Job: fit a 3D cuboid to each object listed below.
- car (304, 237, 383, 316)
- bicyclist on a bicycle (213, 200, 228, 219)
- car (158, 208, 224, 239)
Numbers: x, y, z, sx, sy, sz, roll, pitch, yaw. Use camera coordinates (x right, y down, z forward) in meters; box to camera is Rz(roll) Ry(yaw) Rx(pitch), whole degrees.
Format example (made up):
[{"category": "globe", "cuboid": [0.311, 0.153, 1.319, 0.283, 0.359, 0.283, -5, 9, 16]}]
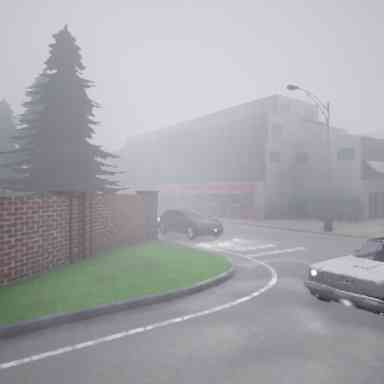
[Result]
[{"category": "car", "cuboid": [4.588, 1.706, 7.279, 4.718, 1.301, 1.895, 1, 0, -35]}, {"category": "bicyclist on a bicycle", "cuboid": [2.394, 1.472, 28.106, 1.656, 1.620, 0.582, 0, 0, -35]}, {"category": "car", "cuboid": [-0.197, 1.678, 18.688, 1.837, 1.490, 4.892, 0, 0, -35]}]
